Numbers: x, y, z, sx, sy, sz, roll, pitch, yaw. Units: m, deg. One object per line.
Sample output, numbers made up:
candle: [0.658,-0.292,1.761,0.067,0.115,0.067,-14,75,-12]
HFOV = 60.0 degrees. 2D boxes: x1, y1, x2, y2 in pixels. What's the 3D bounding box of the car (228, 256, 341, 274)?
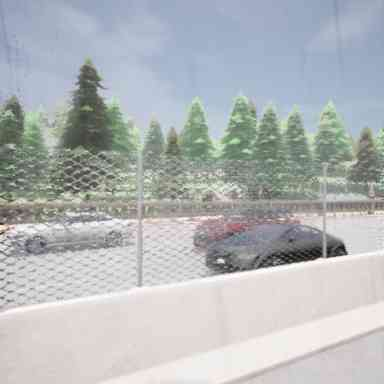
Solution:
car: [2.467,1.567,9.470,4.181,1.385,1.994,0,0,-31]
